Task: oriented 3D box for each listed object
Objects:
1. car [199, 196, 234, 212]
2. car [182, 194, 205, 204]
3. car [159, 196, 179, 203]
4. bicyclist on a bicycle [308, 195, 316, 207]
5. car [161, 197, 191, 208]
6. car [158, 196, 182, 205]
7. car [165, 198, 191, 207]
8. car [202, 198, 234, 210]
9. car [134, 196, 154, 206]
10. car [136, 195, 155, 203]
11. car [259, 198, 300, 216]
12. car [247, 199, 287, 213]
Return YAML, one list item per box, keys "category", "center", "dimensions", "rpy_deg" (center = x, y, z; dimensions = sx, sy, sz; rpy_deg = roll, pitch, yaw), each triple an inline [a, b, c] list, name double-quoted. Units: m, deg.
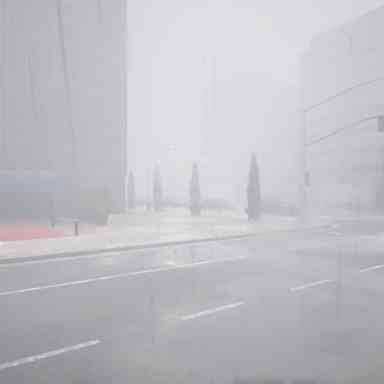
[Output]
- category: "car"
  center: [2.922, 1.491, 39.622]
  dimensions: [2.128, 1.511, 4.902]
  rpy_deg: [0, 0, -35]
- category: "car"
  center: [0.256, 1.352, 62.167]
  dimensions: [2.097, 1.767, 4.553]
  rpy_deg: [0, 0, -35]
- category: "car"
  center: [-4.875, 1.601, 69.501]
  dimensions: [1.895, 1.301, 4.718]
  rpy_deg: [0, 0, -35]
- category: "bicyclist on a bicycle"
  center: [16.852, 1.301, 46.709]
  dimensions: [1.656, 1.620, 0.582]
  rpy_deg: [0, 0, -35]
- category: "car"
  center: [-2.648, 1.547, 47.623]
  dimensions: [2.033, 1.411, 5.357]
  rpy_deg: [0, 0, -35]
- category: "car"
  center: [-4.170, 1.547, 62.396]
  dimensions: [2.033, 1.411, 5.357]
  rpy_deg: [0, 0, -35]
- category: "car"
  center: [-2.298, 1.601, 53.257]
  dimensions: [1.895, 1.301, 4.718]
  rpy_deg: [0, 0, -35]
- category: "car"
  center: [3.429, 1.526, 45.021]
  dimensions: [1.812, 1.442, 4.674]
  rpy_deg: [0, 0, -35]
- category: "car"
  center: [-8.199, 1.526, 55.646]
  dimensions: [1.812, 1.442, 4.674]
  rpy_deg: [0, 0, -34]
- category: "car"
  center: [-9.891, 1.520, 70.420]
  dimensions: [2.128, 1.511, 4.902]
  rpy_deg: [0, 0, -35]
- category: "car"
  center: [8.123, 1.352, 32.152]
  dimensions: [2.097, 1.767, 4.553]
  rpy_deg: [0, 0, -35]
- category: "car"
  center: [8.433, 1.564, 37.833]
  dimensions: [1.994, 1.385, 4.181]
  rpy_deg: [0, 0, -35]
